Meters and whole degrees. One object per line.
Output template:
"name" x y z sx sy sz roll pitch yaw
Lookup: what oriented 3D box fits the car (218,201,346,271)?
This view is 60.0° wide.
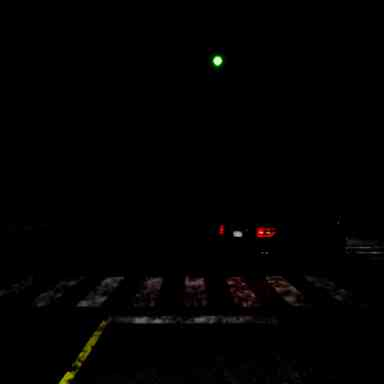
"car" 3.237 1.305 11.515 5.566 2.045 2.150 0 -1 -45
